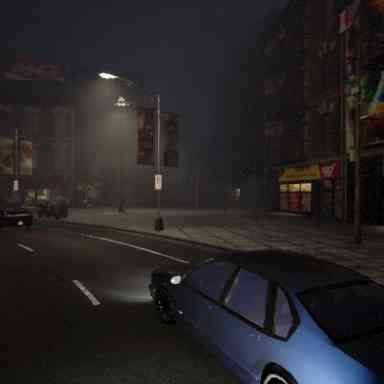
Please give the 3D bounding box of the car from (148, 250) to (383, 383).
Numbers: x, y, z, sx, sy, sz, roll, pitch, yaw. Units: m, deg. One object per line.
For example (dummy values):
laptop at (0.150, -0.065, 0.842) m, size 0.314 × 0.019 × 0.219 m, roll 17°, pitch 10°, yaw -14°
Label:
car at (1.032, 1.547, 4.510) m, size 2.033 × 1.411 × 5.357 m, roll 0°, pitch 0°, yaw -25°

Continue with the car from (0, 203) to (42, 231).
car at (-11.341, 1.490, 19.778) m, size 4.902 × 1.511 × 2.128 m, roll 0°, pitch 0°, yaw 38°
